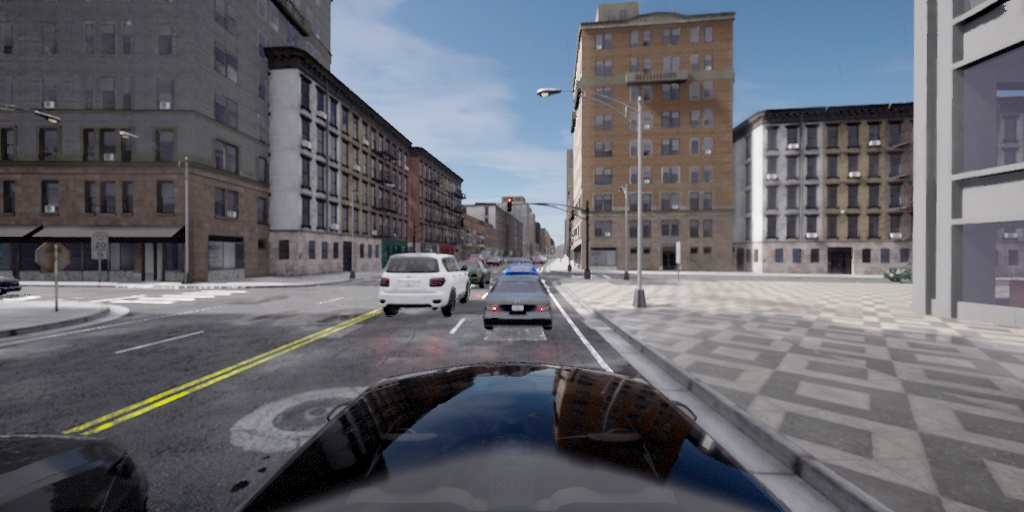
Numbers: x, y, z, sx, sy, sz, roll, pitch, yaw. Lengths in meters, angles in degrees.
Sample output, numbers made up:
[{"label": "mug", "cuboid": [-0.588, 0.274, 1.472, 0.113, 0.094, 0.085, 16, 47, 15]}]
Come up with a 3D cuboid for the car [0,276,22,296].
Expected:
[{"label": "car", "cuboid": [-24.316, 1.068, 15.035, 5.357, 1.411, 2.033, 1, 0, -1]}]

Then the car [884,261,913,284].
[{"label": "car", "cuboid": [33.637, 1.243, 28.810, 5.566, 2.045, 2.150, 1, 0, 8]}]

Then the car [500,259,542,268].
[{"label": "car", "cuboid": [0.578, 1.154, 20.728, 1.882, 1.535, 5.008, 0, 0, 2]}]

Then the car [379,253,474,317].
[{"label": "car", "cuboid": [-2.939, 0.927, 13.098, 2.150, 2.045, 5.566, 0, 0, 1]}]

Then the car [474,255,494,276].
[{"label": "car", "cuboid": [-2.582, 1.021, 22.708, 2.097, 1.767, 4.553, 0, 0, 3]}]

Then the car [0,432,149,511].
[{"label": "car", "cuboid": [-3.127, 1.258, 0.135, 1.837, 1.490, 4.892, 0, -1, 0]}]

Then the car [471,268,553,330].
[{"label": "car", "cuboid": [0.212, 1.260, 10.912, 2.033, 1.411, 5.357, 0, 0, 2]}]

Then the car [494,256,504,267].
[{"label": "car", "cuboid": [-3.031, 0.835, 58.846, 2.097, 1.767, 4.553, 0, 0, 7]}]
